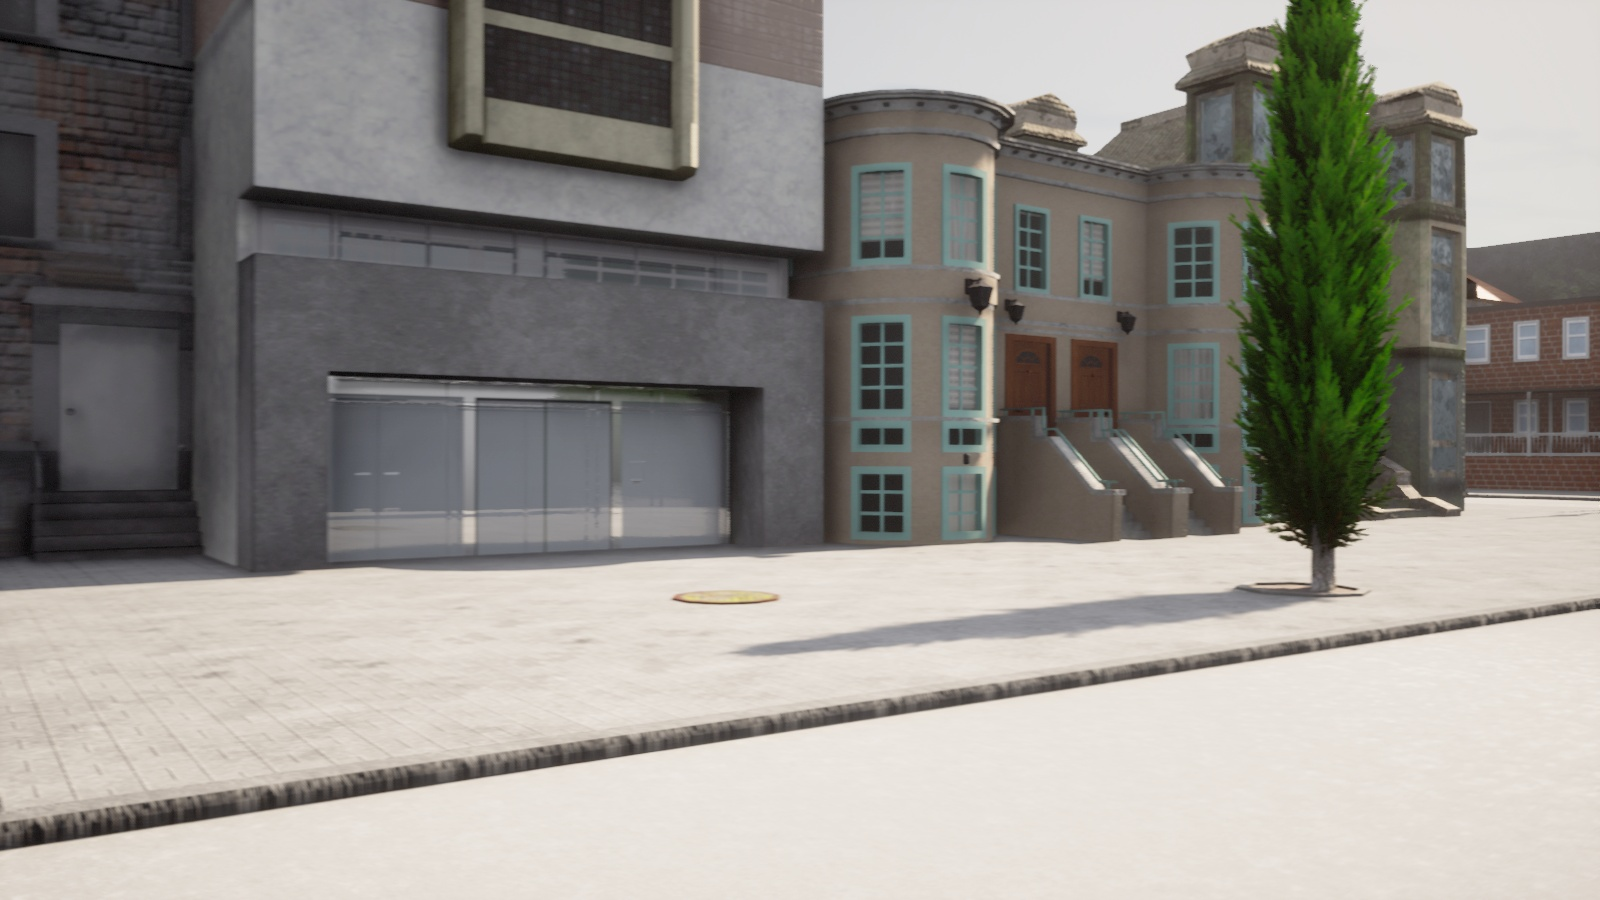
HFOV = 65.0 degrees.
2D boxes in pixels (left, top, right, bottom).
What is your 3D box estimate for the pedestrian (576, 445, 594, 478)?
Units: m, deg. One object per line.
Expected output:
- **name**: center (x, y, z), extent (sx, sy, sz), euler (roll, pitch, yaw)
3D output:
- **pedestrian**: center (-12.583, 0.662, 73.522), extent (0.659, 1.952, 0.873), euler (0, 0, -38)
